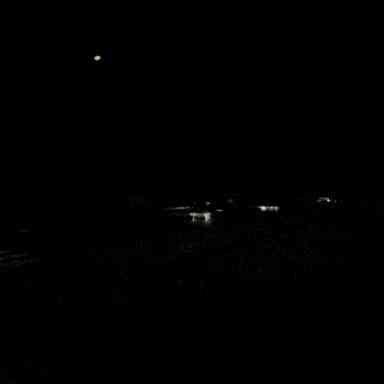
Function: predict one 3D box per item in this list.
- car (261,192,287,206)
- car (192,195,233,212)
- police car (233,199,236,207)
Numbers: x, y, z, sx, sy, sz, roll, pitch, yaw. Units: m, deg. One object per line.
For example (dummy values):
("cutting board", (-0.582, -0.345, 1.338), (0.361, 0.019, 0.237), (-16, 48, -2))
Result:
("car", (12.197, 0.993, 49.013), (2.150, 2.045, 5.566), (0, 0, 35))
("car", (1.932, 1.120, 34.580), (2.097, 1.767, 4.553), (0, 0, 35))
("police car", (3.803, 1.229, 42.726), (2.038, 1.542, 4.974), (0, 0, 35))
